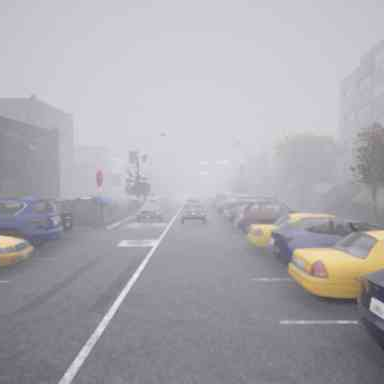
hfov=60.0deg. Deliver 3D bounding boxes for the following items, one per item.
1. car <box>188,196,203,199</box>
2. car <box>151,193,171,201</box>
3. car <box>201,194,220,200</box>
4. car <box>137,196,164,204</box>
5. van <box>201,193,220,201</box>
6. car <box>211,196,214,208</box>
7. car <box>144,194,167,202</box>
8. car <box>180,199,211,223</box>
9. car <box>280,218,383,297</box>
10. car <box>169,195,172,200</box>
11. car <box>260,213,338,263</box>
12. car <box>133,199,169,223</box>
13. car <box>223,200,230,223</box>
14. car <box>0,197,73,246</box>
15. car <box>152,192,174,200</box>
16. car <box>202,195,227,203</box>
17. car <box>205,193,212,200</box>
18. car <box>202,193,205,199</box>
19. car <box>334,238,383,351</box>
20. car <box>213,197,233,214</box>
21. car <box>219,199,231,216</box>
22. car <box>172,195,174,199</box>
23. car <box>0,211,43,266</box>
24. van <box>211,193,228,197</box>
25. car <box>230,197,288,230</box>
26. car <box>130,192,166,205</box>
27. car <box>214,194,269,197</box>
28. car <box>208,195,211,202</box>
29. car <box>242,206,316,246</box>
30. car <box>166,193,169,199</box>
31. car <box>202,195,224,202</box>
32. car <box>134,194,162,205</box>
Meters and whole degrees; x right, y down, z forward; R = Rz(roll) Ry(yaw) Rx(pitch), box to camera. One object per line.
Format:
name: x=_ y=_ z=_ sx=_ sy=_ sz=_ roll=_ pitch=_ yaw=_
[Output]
car: x=0.100 y=1.456 z=43.658 sx=1.837 sy=1.490 sz=4.892 roll=0 pitch=0 yaw=0
car: x=-7.639 y=1.259 z=81.961 sx=4.553 sy=1.767 sz=2.185 roll=0 pitch=0 yaw=0
car: x=4.654 y=1.354 z=85.204 sx=4.892 sy=1.521 sz=2.231 roll=0 pitch=1 yaw=0
car: x=-7.670 y=1.452 z=61.264 sx=4.674 sy=1.452 sz=2.002 roll=0 pitch=0 yaw=0
van: x=4.543 y=1.157 z=82.395 sx=4.442 sy=1.987 sz=1.878 roll=0 pitch=1 yaw=0
car: x=4.652 y=1.481 z=34.906 sx=4.674 sy=1.452 sz=2.002 roll=0 pitch=0 yaw=0
car: x=-7.703 y=1.276 z=70.204 sx=4.553 sy=1.767 sz=2.185 roll=0 pitch=0 yaw=0
car: x=0.104 y=1.520 z=25.298 sx=2.033 sy=1.411 sz=5.357 roll=0 pitch=0 yaw=0
car: x=4.837 y=1.469 z=6.970 sx=5.366 sy=1.575 sz=1.946 roll=0 pitch=0 yaw=0
car: x=-7.856 y=1.392 z=76.080 sx=5.366 sy=1.575 sz=1.946 roll=0 pitch=0 yaw=0
car: x=4.680 y=1.499 z=9.764 sx=4.792 sy=1.488 sz=2.163 roll=0 pitch=0 yaw=0
car: x=-3.089 y=1.497 z=25.689 sx=1.812 sy=1.442 sz=4.674 roll=0 pitch=0 yaw=0
car: x=4.647 y=1.458 z=20.938 sx=4.892 sy=1.521 sz=2.231 roll=0 pitch=0 yaw=0
car: x=-7.707 y=1.215 z=12.281 sx=5.566 sy=2.045 sz=2.435 roll=0 pitch=0 yaw=0
car: x=-7.641 y=1.056 z=87.732 sx=5.566 sy=2.045 sz=2.435 roll=0 pitch=1 yaw=0
car: x=4.652 y=1.404 z=68.430 sx=5.008 sy=1.535 sz=2.097 roll=0 pitch=0 yaw=0
car: x=4.688 y=1.297 z=51.667 sx=4.553 sy=1.767 sz=2.185 roll=0 pitch=0 yaw=0
car: x=4.630 y=1.156 z=65.636 sx=5.566 sy=2.045 sz=2.435 roll=0 pitch=0 yaw=0
car: x=4.680 y=1.505 z=4.176 sx=4.792 sy=1.488 sz=2.163 roll=0 pitch=0 yaw=0
car: x=4.648 y=1.447 z=29.444 sx=5.008 sy=1.535 sz=2.097 roll=0 pitch=0 yaw=0
car: x=4.659 y=1.455 z=23.732 sx=4.892 sy=1.521 sz=2.231 roll=0 pitch=0 yaw=0
car: x=-7.485 y=1.389 z=79.020 sx=5.366 sy=1.575 sz=1.946 roll=0 pitch=0 yaw=0
car: x=-7.493 y=1.466 z=9.616 sx=5.366 sy=1.575 sz=1.946 roll=0 pitch=0 yaw=0
van: x=4.771 y=1.212 z=37.699 sx=4.442 sy=1.987 sz=1.878 roll=0 pitch=0 yaw=0
car: x=4.620 y=1.334 z=18.146 sx=4.553 sy=1.767 sz=2.185 roll=0 pitch=0 yaw=0
car: x=-7.702 y=1.167 z=55.513 sx=5.566 sy=2.045 sz=2.435 roll=0 pitch=0 yaw=0
car: x=4.684 y=1.319 z=32.113 sx=4.553 sy=1.767 sz=2.185 roll=0 pitch=0 yaw=0
car: x=4.683 y=1.465 z=40.495 sx=4.792 sy=1.488 sz=2.163 roll=0 pitch=0 yaw=0
car: x=4.837 y=1.463 z=12.557 sx=5.366 sy=1.575 sz=1.946 roll=0 pitch=0 yaw=0
car: x=-7.701 y=1.435 z=67.266 sx=4.792 sy=1.488 sz=2.163 roll=0 pitch=0 yaw=0
car: x=4.653 y=1.399 z=74.142 sx=4.892 sy=1.521 sz=2.231 roll=0 pitch=0 yaw=0
car: x=-7.642 y=1.289 z=58.326 sx=4.553 sy=1.767 sz=2.185 roll=0 pitch=0 yaw=0
